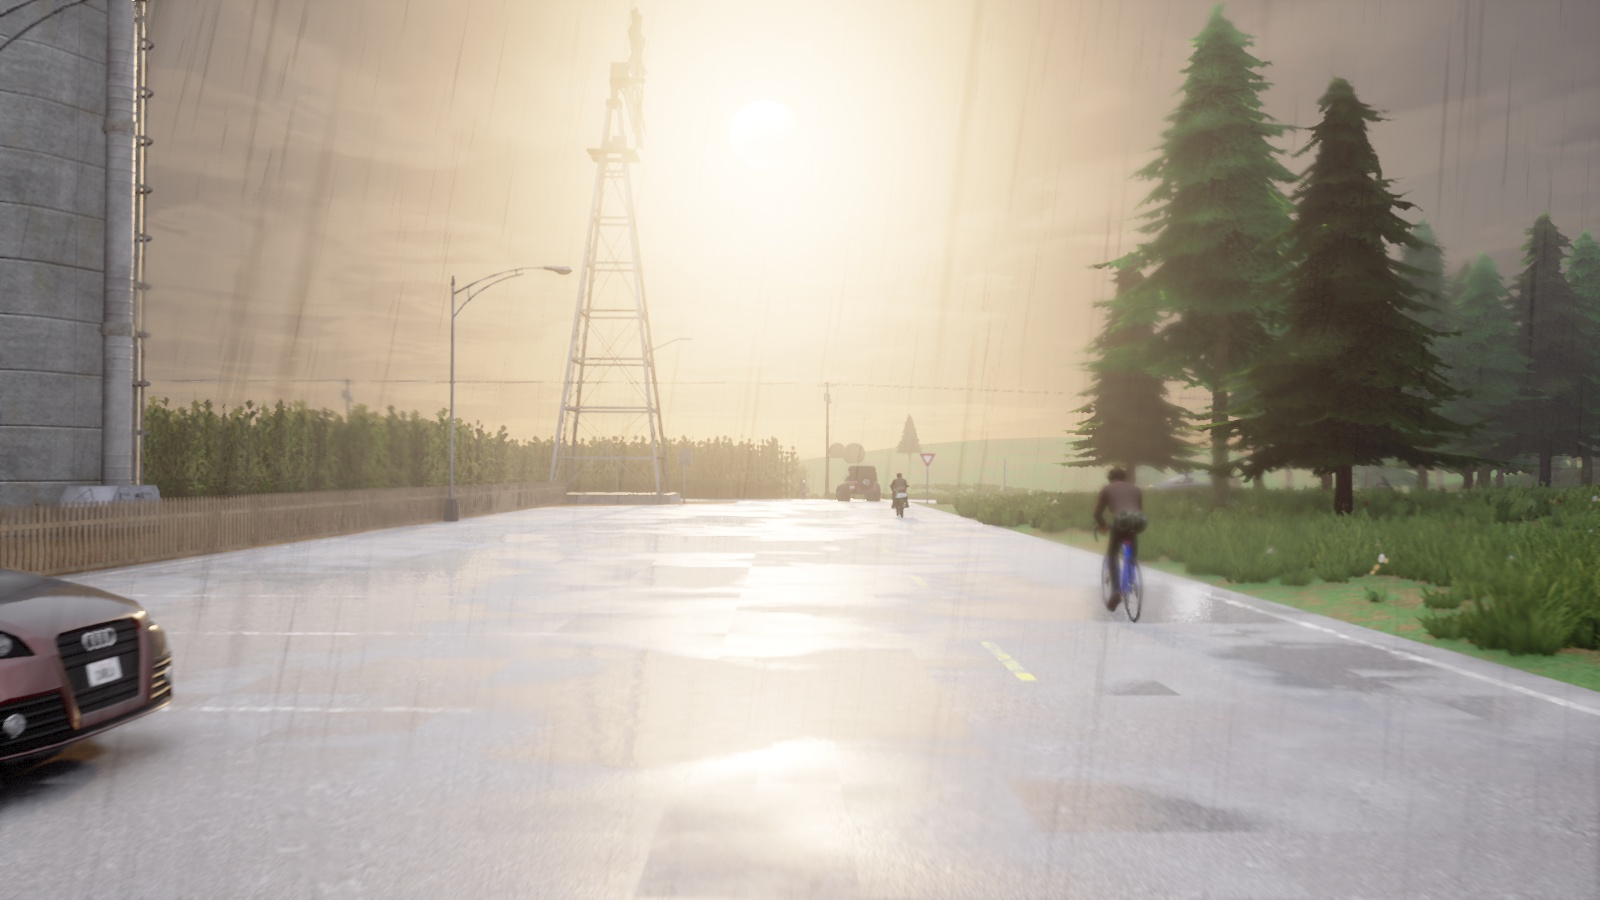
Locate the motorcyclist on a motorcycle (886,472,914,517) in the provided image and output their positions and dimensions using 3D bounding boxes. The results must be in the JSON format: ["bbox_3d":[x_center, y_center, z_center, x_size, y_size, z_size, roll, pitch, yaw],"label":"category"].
[{"bbox_3d":[3.396,1.501,42.878,0.797,1.523,2.044,0,-1,0],"label":"motorcyclist on a motorcycle"}]

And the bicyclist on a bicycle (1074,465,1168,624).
[{"bbox_3d":[3.467,0.983,13.685,0.582,1.620,1.656,0,-1,0],"label":"bicyclist on a bicycle"}]

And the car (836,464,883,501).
[{"bbox_3d":[3.128,1.779,66.863,1.905,1.878,3.866,0,-3,-6],"label":"car"}]

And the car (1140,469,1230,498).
[{"bbox_3d":[22.653,1.947,73.974,4.611,1.667,2.242,0,-1,-1],"label":"car"}]
